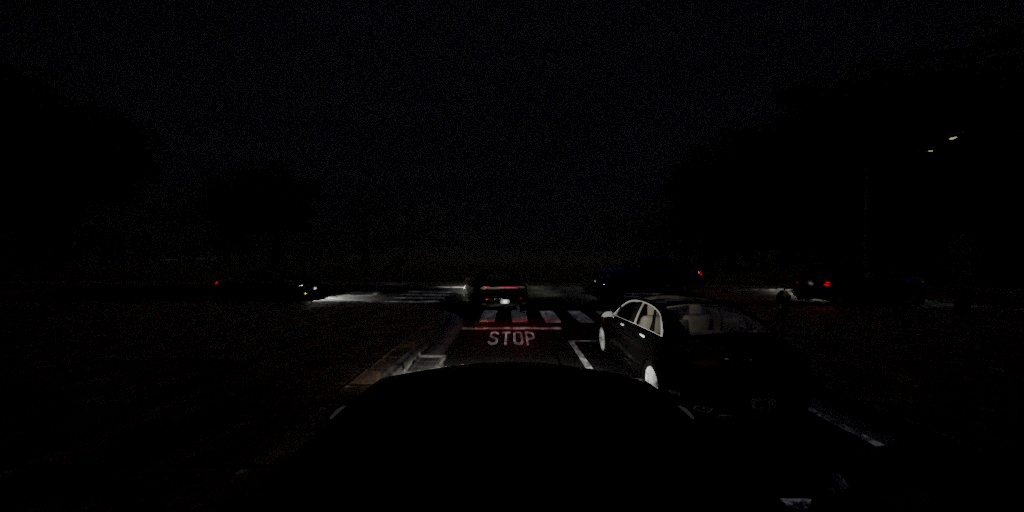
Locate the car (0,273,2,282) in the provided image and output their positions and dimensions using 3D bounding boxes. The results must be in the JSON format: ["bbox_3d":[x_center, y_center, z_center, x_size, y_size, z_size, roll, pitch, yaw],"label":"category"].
[{"bbox_3d":[-30.659,1.121,19.190,4.902,1.511,2.128,0,1,0],"label":"car"}]

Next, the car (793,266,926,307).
[{"bbox_3d":[15.648,1.286,16.258,4.553,1.767,2.097,1,1,0],"label":"car"}]

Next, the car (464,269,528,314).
[{"bbox_3d":[-0.737,1.245,13.908,2.128,1.511,4.902,0,0,-12],"label":"car"}]

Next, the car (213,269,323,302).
[{"bbox_3d":[-10.935,1.280,16.247,4.181,1.385,1.994,0,1,0],"label":"car"}]

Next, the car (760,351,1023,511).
[{"bbox_3d":[2.636,1.333,0.386,1.802,1.307,4.207,0,0,0],"label":"car"}]

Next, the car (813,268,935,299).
[{"bbox_3d":[19.248,1.429,19.206,4.674,1.442,1.812,0,1,0],"label":"car"}]

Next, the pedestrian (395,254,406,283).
[{"bbox_3d":[-6.877,0.749,22.099,0.375,1.860,0.375,0,1,0],"label":"pedestrian"}]

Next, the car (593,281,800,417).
[{"bbox_3d":[2.637,1.297,5.918,2.007,1.370,4.403,0,0,0],"label":"car"}]

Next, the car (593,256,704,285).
[{"bbox_3d":[7.216,1.014,19.202,5.566,2.045,2.150,1,1,0],"label":"car"}]
